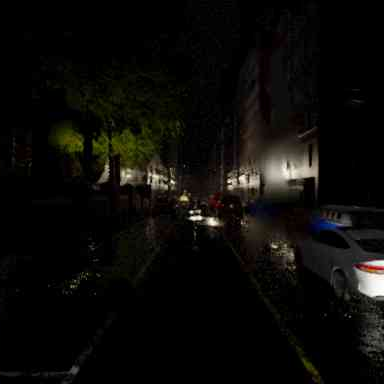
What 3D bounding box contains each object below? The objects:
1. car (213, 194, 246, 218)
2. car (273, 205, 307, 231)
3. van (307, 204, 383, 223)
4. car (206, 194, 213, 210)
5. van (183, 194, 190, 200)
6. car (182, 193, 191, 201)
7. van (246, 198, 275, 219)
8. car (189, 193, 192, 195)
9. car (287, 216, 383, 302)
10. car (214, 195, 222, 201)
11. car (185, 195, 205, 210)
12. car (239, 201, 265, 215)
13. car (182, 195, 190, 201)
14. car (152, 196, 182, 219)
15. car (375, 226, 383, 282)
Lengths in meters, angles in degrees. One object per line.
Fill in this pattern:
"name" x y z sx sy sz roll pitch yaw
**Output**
"car" 3.384 1.278 30.752 2.150 2.045 5.566 0 0 1
"car" 6.056 1.615 18.228 1.887 1.381 4.507 0 0 1
"van" 5.988 1.406 12.568 1.690 1.788 3.998 0 0 1
"car" 3.451 1.282 43.245 2.150 2.045 5.566 1 0 -1
"van" -1.534 1.373 95.099 1.690 1.788 3.998 0 0 1
"car" -1.802 1.542 73.127 1.752 1.417 4.829 0 0 1
"van" 6.195 1.420 29.548 1.690 1.788 3.998 0 0 1
"car" -1.734 1.570 78.747 2.008 1.369 4.403 0 0 1
"car" 3.979 1.569 8.244 1.812 1.442 4.674 0 0 1
"car" 6.923 1.538 89.581 1.967 1.590 4.097 0 0 1
"car" 0.522 1.527 44.664 2.128 1.511 4.902 0 0 1
"car" 6.262 1.647 35.208 1.947 1.339 4.313 0 0 1
"car" -1.602 1.572 89.649 1.887 1.381 4.507 0 0 1
"car" -2.329 1.323 29.612 2.192 1.841 5.009 0 0 1
"car" 5.918 1.640 6.908 1.802 1.307 4.206 0 0 1
